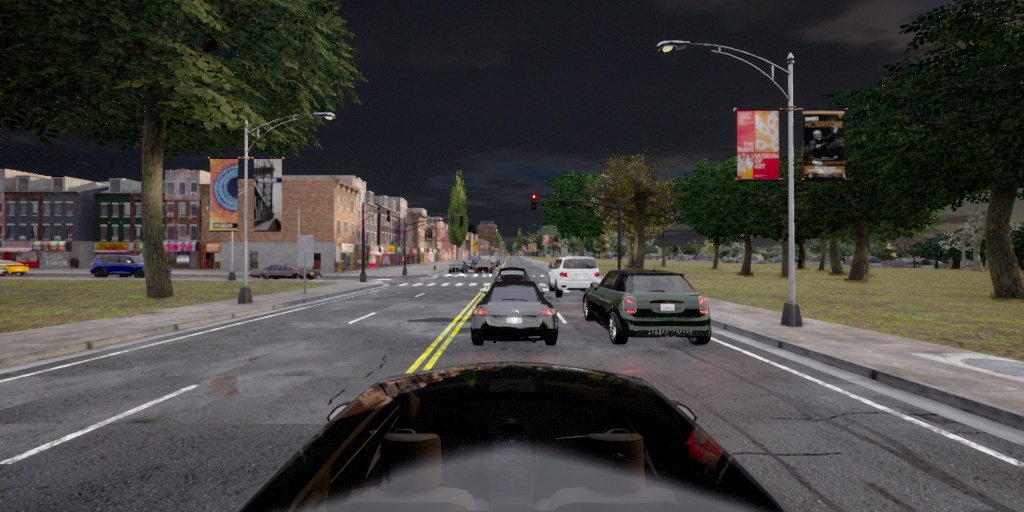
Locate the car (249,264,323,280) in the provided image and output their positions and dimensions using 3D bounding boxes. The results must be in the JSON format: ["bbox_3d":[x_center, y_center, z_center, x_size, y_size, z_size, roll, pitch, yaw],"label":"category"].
[{"bbox_3d":[-19.426,1.382,30.929,5.357,1.411,2.033,1,0,-3],"label":"car"}]

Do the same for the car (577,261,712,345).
[{"bbox_3d":[3.313,1.121,9.736,2.097,1.767,4.553,0,0,0],"label":"car"}]

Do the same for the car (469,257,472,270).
[{"bbox_3d":[-6.686,1.313,54.157,1.837,1.490,4.892,0,1,0],"label":"car"}]

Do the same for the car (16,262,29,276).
[{"bbox_3d":[-48.963,1.118,33.837,5.008,1.535,1.882,0,0,0],"label":"car"}]

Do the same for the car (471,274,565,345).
[{"bbox_3d":[0.061,1.332,9.539,1.994,1.385,4.181,0,0,0],"label":"car"}]

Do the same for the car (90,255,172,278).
[{"bbox_3d":[-32.789,0.935,30.955,5.566,2.045,2.150,1,0,-1],"label":"car"}]

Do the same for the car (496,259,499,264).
[{"bbox_3d":[-3.436,1.414,53.497,1.895,1.301,4.718,0,0,0],"label":"car"}]

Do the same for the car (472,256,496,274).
[{"bbox_3d":[-3.424,1.219,44.475,2.097,1.767,4.553,0,0,0],"label":"car"}]

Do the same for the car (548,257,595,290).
[{"bbox_3d":[3.264,1.054,19.449,2.150,2.045,5.566,0,0,0],"label":"car"}]

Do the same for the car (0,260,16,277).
[{"bbox_3d":[-46.627,1.155,30.980,4.674,1.442,1.812,0,0,0],"label":"car"}]

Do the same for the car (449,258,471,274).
[{"bbox_3d":[-6.674,1.371,44.747,1.837,1.490,4.892,0,0,0],"label":"car"}]

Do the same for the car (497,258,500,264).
[{"bbox_3d":[-3.423,1.201,63.941,1.882,1.535,5.008,0,1,0],"label":"car"}]

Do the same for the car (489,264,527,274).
[{"bbox_3d":[0.014,1.331,18.451,1.837,1.490,4.892,0,0,0],"label":"car"}]
